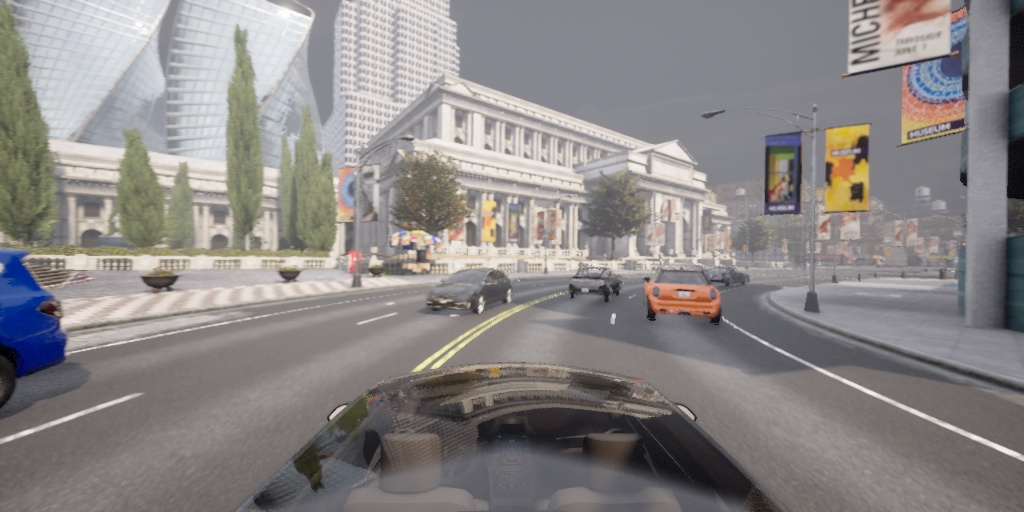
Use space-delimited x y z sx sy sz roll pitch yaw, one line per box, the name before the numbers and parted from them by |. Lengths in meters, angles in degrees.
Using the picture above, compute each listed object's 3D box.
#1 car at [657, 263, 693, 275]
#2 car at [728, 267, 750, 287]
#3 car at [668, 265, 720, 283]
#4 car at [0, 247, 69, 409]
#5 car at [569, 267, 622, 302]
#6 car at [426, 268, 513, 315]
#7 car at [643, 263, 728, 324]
car | 19.698 1.541 43.314 4.674 1.442 1.812 1 0 -36
car | 16.308 1.526 27.468 5.357 1.411 2.033 1 0 -39
car | 16.203 1.520 31.799 5.357 1.411 2.033 1 0 -38
car | -6.969 0.863 2.312 2.150 2.045 5.566 1 0 2
car | 4.237 1.292 17.796 2.128 1.511 4.902 1 0 26
car | -1.403 1.222 13.703 1.837 1.490 4.892 0 0 19
car | 5.855 1.182 12.781 2.097 1.767 4.553 1 0 19
